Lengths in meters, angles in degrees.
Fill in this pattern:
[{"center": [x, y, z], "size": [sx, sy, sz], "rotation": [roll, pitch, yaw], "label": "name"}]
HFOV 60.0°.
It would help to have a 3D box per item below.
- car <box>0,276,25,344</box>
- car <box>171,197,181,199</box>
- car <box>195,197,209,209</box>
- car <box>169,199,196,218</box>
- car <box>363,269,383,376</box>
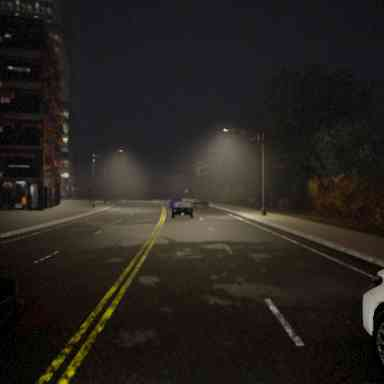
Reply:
[{"center": [-3.377, 1.551, 2.585], "size": [2.033, 1.411, 5.357], "rotation": [0, 0, 0], "label": "car"}, {"center": [-2.212, 1.476, 46.457], "size": [1.882, 1.535, 5.008], "rotation": [0, 0, -5], "label": "car"}, {"center": [1.138, 1.485, 45.532], "size": [2.128, 1.511, 4.902], "rotation": [0, 0, -5], "label": "car"}, {"center": [-0.945, 1.605, 30.729], "size": [1.895, 1.301, 4.718], "rotation": [0, 0, -4], "label": "car"}, {"center": [3.339, 1.221, 2.011], "size": [2.150, 2.045, 5.566], "rotation": [0, 0, 0], "label": "car"}]
